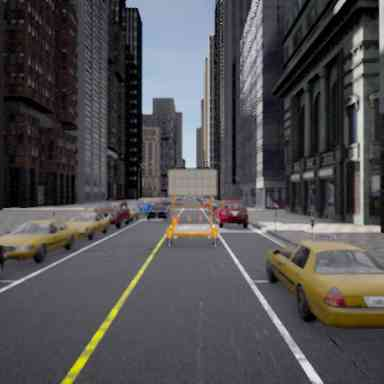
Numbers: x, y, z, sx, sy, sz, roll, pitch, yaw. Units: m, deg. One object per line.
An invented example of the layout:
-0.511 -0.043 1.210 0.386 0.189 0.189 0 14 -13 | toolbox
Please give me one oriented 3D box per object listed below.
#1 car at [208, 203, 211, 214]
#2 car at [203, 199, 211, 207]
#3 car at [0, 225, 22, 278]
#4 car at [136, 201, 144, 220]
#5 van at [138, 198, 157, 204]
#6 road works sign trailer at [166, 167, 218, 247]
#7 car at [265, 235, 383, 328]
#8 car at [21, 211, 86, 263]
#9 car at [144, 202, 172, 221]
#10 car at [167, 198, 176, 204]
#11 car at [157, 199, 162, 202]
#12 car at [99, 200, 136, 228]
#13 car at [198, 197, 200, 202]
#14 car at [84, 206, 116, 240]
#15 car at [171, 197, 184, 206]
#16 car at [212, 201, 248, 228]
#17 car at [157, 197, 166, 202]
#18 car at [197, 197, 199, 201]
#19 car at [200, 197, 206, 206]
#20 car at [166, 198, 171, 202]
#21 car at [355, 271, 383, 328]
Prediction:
2.793 1.830 29.594 2.008 1.369 4.403 0 -1 0 | car
2.805 1.941 40.874 2.008 1.369 4.403 0 -1 0 | car
-5.757 1.631 7.034 1.947 1.339 4.313 0 -1 0 | car
-5.733 1.802 29.426 1.752 1.417 4.829 0 -1 0 | car
-5.721 1.730 40.879 1.690 1.788 3.998 0 -1 0 | van
0.018 0.613 15.876 2.380 3.560 2.880 0 -1 0 | road works sign trailer
2.768 1.593 7.203 1.752 1.417 4.829 0 -1 0 | car
-5.751 1.642 12.505 1.752 1.417 4.829 0 -1 0 | car
-3.064 1.893 30.930 1.895 1.301 4.718 0 -1 0 | car
-5.664 2.455 91.641 2.008 1.369 4.403 0 -1 0 | car
-5.714 1.996 46.517 2.008 1.369 4.403 0 -1 0 | car
-5.739 1.539 23.958 2.192 1.841 5.009 0 -1 0 | car
2.836 2.241 69.075 1.947 1.339 4.313 0 -1 0 | car
-5.745 1.695 18.145 1.752 1.417 4.829 0 -1 0 | car
-2.921 2.261 71.418 1.895 1.301 4.718 0 -1 0 | car
2.786 1.540 23.956 2.192 1.841 5.009 0 -1 0 | car
-5.709 1.817 52.160 2.192 1.841 5.009 0 -1 0 | car
2.855 2.393 85.996 1.887 1.381 4.507 0 -1 0 | car
2.823 2.000 57.795 1.967 1.590 4.097 0 -1 0 | car
-5.696 1.932 63.441 2.192 1.841 5.009 0 -1 0 | car
2.762 1.559 1.393 1.887 1.381 4.507 0 -1 0 | car
